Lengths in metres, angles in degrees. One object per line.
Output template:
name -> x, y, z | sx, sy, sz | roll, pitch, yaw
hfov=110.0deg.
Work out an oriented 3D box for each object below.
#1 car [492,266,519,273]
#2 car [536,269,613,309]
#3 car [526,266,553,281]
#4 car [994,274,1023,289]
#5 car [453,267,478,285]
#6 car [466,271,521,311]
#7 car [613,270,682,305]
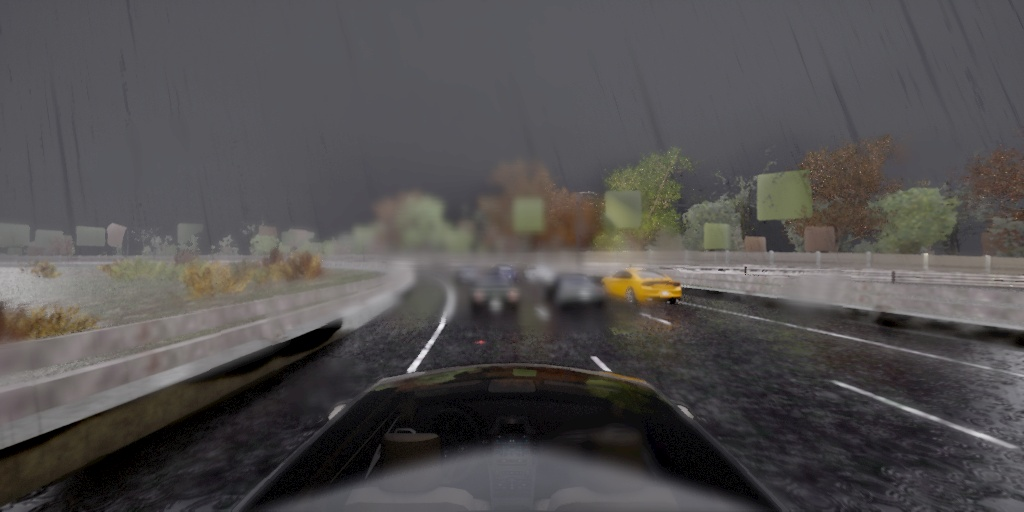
car -> -0.702, 1.589, 31.737 | 1.812, 1.442, 4.674 | 0, 0, -16
car -> 2.587, 1.463, 15.897 | 1.994, 1.385, 4.181 | 0, -1, -7
car -> 2.683, 1.598, 32.628 | 1.812, 1.442, 4.674 | 0, 0, -16
car -> 44.695, 2.051, 30.057 | 5.357, 1.411, 2.033 | 3, 0, 22
car -> -3.706, 1.588, 29.530 | 2.033, 1.411, 5.357 | 0, -1, -15
car -> -0.860, 1.493, 15.304 | 1.895, 1.301, 4.718 | 0, -1, -7
car -> 5.954, 1.388, 17.095 | 1.882, 1.535, 5.008 | 0, 0, -8
